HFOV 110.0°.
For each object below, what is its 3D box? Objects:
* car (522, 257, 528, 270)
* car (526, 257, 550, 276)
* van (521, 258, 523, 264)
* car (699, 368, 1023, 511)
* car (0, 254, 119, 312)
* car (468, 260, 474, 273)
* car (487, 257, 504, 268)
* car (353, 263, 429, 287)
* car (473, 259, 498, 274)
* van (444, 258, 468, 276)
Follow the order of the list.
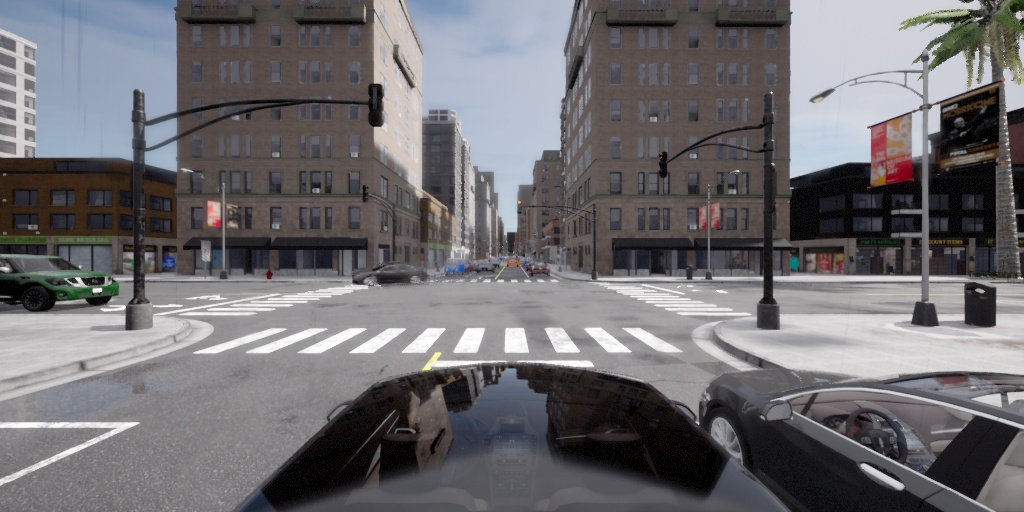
[{"bbox_3d":[2.768,1.193,47.781,1.967,1.591,4.097,0,0,0],"label":"car"},{"bbox_3d":[2.741,1.192,36.442,1.967,1.591,4.097,0,0,0],"label":"car"},{"bbox_3d":[2.795,1.094,59.119,1.690,1.789,3.998,0,0,0],"label":"van"},{"bbox_3d":[2.668,1.300,1.793,2.007,1.370,4.403,0,0,0],"label":"car"},{"bbox_3d":[-18.522,0.949,13.607,5.566,2.045,2.150,0,0,0],"label":"car"},{"bbox_3d":[-5.771,1.193,42.129,1.967,1.591,4.097,0,0,0],"label":"car"},{"bbox_3d":[-2.951,1.301,60.595,2.033,1.411,5.357,0,0,0],"label":"car"},{"bbox_3d":[-8.148,1.249,24.323,4.892,1.490,1.837,0,3,-28],"label":"car"},{"bbox_3d":[-3.014,1.317,41.496,1.994,1.385,4.181,0,0,0],"label":"car"},{"bbox_3d":[-5.785,1.093,36.461,1.690,1.789,3.998,0,0,0],"label":"van"}]
